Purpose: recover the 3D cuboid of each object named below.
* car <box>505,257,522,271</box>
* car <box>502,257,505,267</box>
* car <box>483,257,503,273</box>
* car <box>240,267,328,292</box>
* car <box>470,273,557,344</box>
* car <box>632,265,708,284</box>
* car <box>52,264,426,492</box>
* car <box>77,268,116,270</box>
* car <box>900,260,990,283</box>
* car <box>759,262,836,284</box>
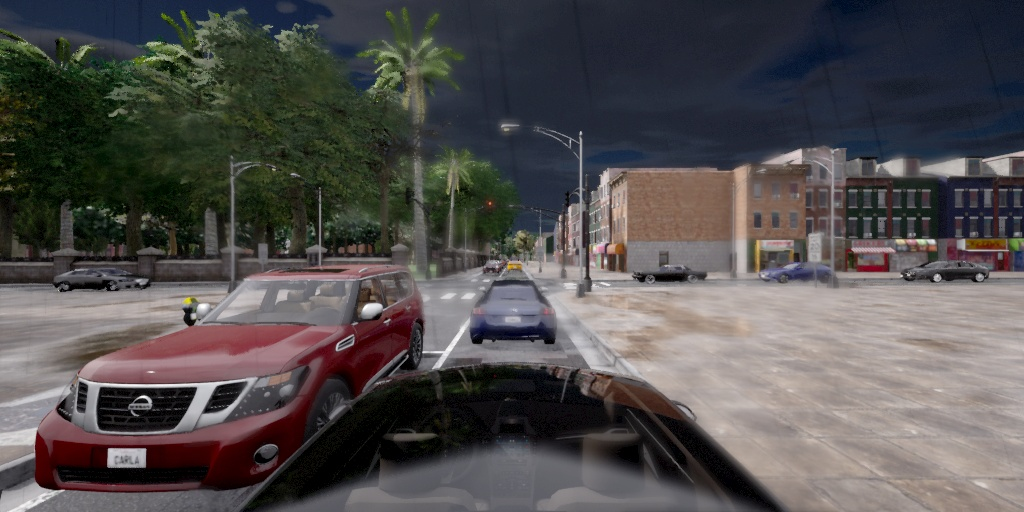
[{"bbox_3d":[0.385,1.333,49.969,1.882,1.535,5.008,0,0,0],"label":"car"},{"bbox_3d":[-2.365,1.290,48.803,1.967,1.591,4.097,0,0,0],"label":"car"},{"bbox_3d":[-2.399,1.268,43.115,1.967,1.591,4.097,0,0,0],"label":"car"},{"bbox_3d":[-14.143,1.456,22.427,4.181,1.385,1.994,-1,0,0],"label":"car"},{"bbox_3d":[0.042,1.316,9.585,1.994,1.385,4.181,0,0,0],"label":"car"},{"bbox_3d":[10.982,1.279,25.271,4.718,1.301,1.895,0,0,1],"label":"car"},{"bbox_3d":[-2.622,1.065,4.970,2.192,1.841,5.009,0,0,0],"label":"car"},{"bbox_3d":[-25.586,1.497,22.480,4.902,1.511,2.128,-1,0,0],"label":"car"},{"bbox_3d":[30.271,1.072,25.167,4.892,1.490,1.837,0,0,0],"label":"car"},{"bbox_3d":[20.030,1.145,25.218,4.674,1.442,1.812,0,0,0],"label":"car"}]
